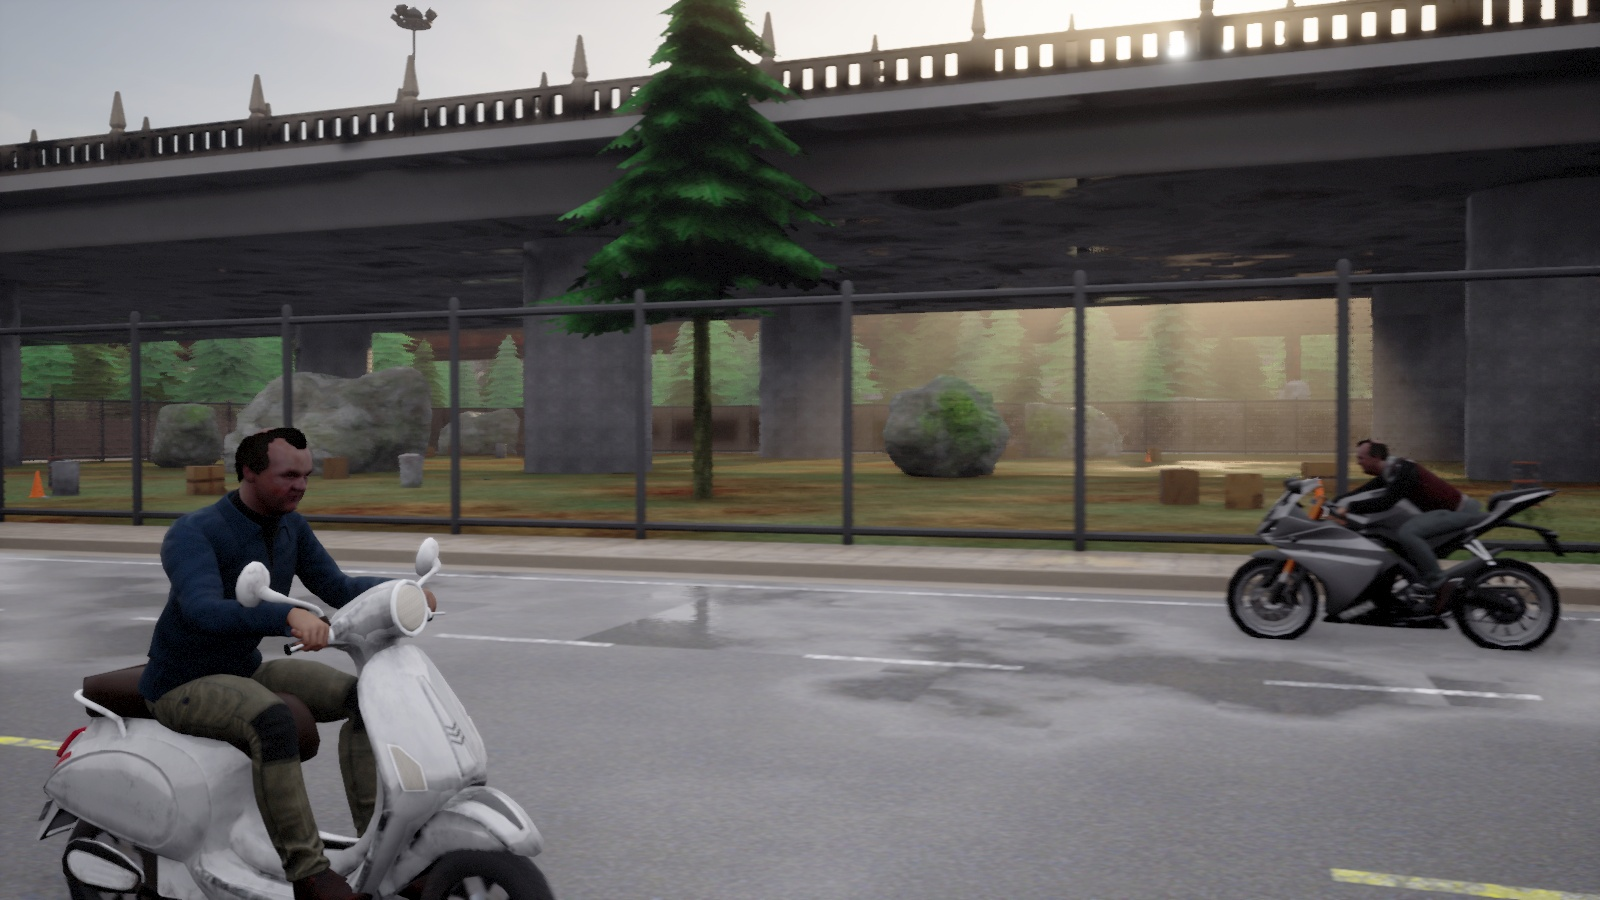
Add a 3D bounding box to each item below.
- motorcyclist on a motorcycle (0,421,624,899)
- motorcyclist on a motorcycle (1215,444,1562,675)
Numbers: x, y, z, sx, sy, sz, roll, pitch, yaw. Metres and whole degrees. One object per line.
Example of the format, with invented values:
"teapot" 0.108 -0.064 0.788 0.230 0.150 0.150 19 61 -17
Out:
"motorcyclist on a motorcycle" -1.537 0.715 3.709 1.817 1.590 0.866 1 1 19
"motorcyclist on a motorcycle" 4.189 0.730 9.169 2.191 1.530 0.866 1 1 19
